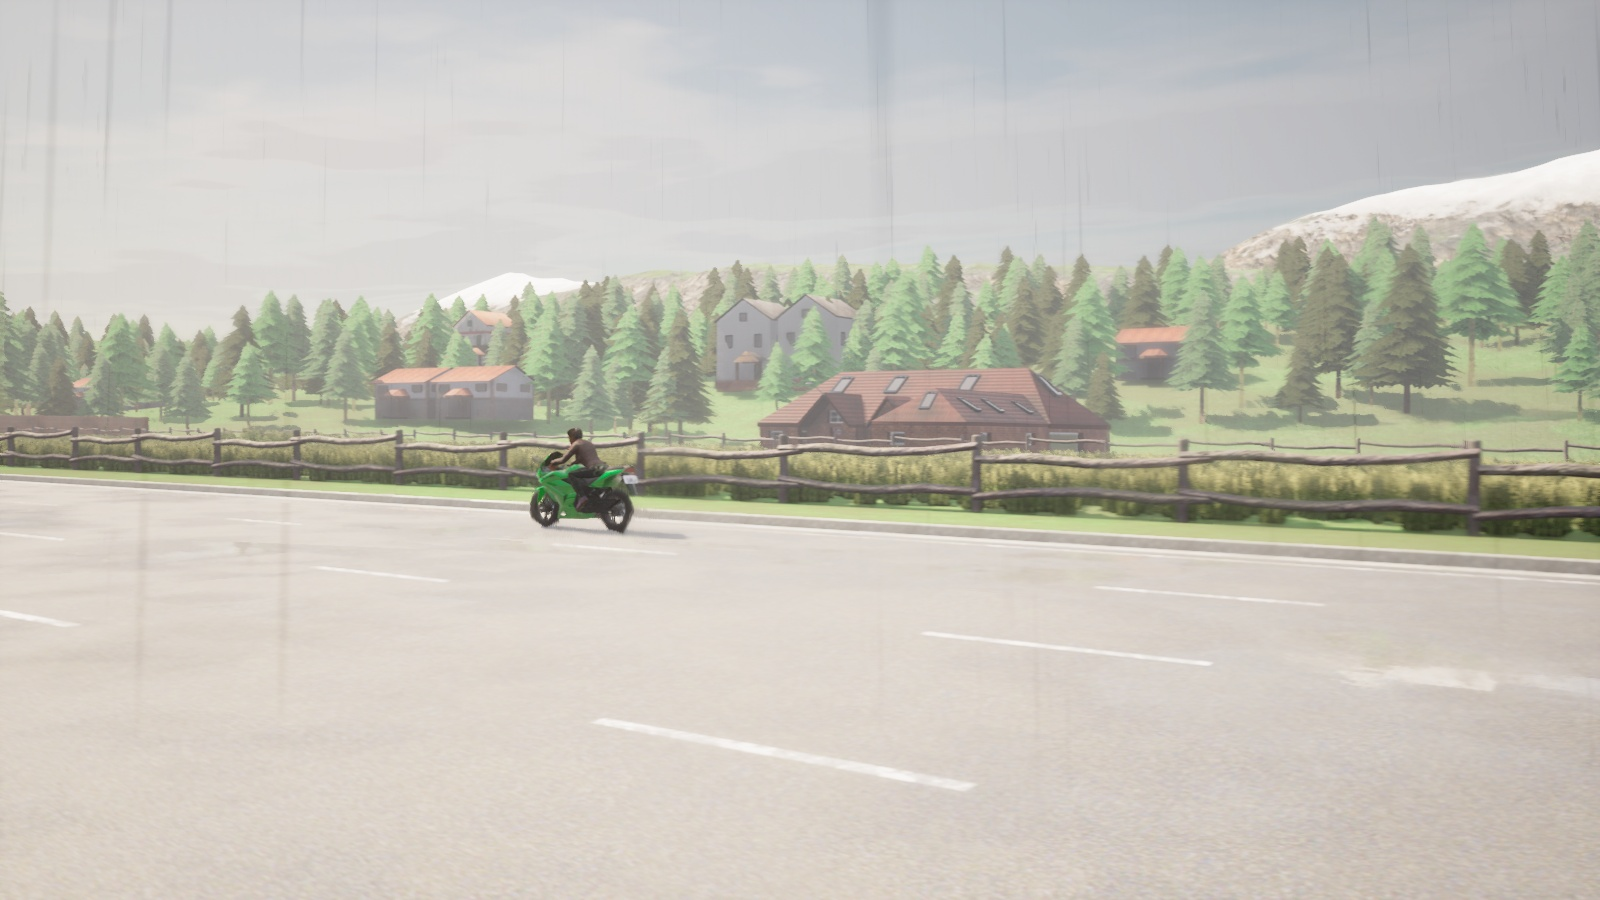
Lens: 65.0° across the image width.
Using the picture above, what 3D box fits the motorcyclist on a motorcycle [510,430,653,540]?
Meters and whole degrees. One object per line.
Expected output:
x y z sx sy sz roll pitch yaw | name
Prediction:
-3.212 0.487 18.404 2.044 1.523 0.797 0 1 33 | motorcyclist on a motorcycle
